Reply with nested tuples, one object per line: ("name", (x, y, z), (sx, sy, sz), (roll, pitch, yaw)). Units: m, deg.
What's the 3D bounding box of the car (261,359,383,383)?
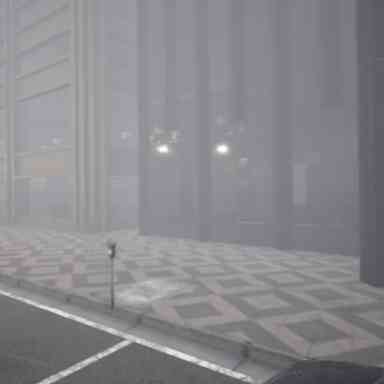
("car", (2.092, 1.564, 1.368), (4.313, 1.339, 1.947), (0, -1, 35))
